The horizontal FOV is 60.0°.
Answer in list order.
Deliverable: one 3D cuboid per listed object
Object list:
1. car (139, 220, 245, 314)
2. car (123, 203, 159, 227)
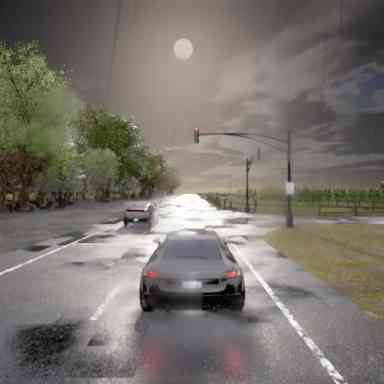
[{"bbox_3d":[0.011,1.565,7.725,1.994,1.385,4.181,0,0,0],"label":"car"},{"bbox_3d":[-3.382,1.494,22.654,2.128,1.511,4.902,0,0,0],"label":"car"}]
